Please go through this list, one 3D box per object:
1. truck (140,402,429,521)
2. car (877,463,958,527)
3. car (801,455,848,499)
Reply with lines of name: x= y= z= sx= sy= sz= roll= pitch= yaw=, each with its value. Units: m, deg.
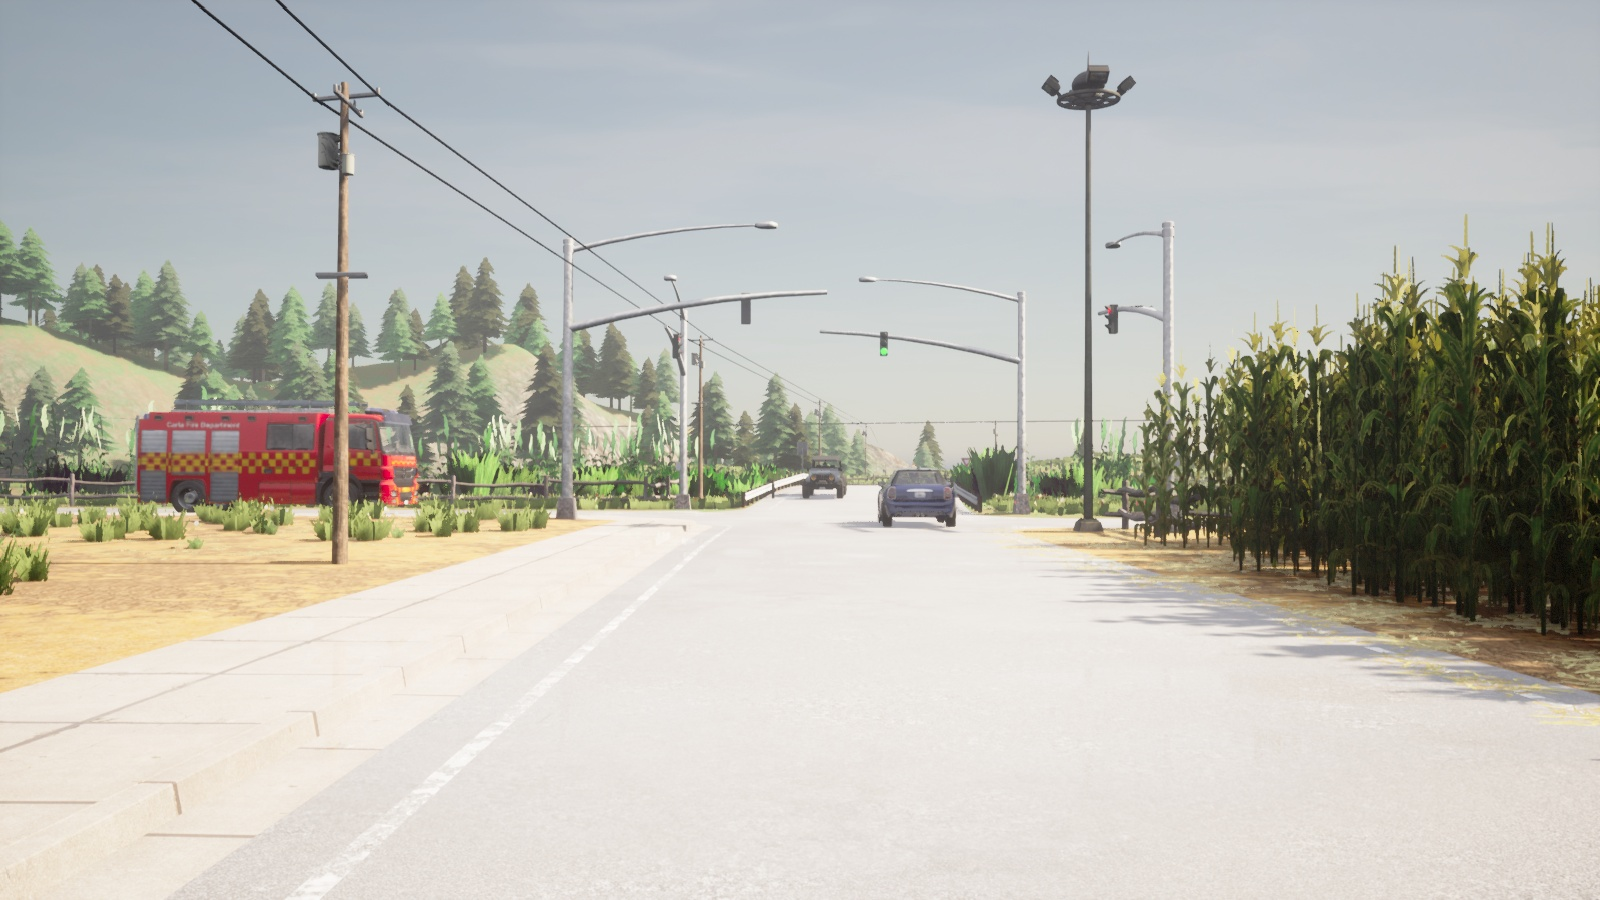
truck: x=-17.022 y=0.385 z=41.825 sx=8.468 sy=3.827 sz=2.891 roll=0 pitch=-1 yaw=2
car: x=3.420 y=1.289 z=37.377 sx=2.097 sy=1.767 sz=4.553 roll=0 pitch=-1 yaw=1
car: x=1.189 y=1.228 z=58.882 sx=1.905 sy=1.878 sz=3.866 roll=0 pitch=2 yaw=5
